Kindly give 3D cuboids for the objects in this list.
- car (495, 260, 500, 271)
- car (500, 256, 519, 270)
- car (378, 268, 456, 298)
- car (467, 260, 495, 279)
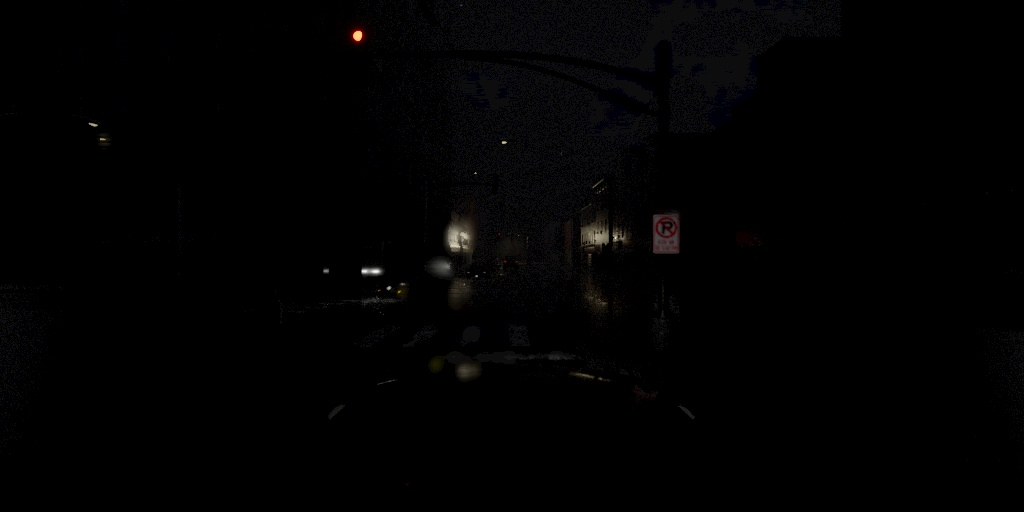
[{"bbox_3d":[-3.012,1.307,46.454,2.033,1.411,5.357,0,0,0],"label":"car"},{"bbox_3d":[-0.193,0.984,52.561,2.150,2.045,5.566,0,0,0],"label":"car"},{"bbox_3d":[-4.768,1.320,18.510,1.994,1.385,4.181,0,0,29],"label":"car"},{"bbox_3d":[-2.968,1.302,32.645,2.033,1.411,5.357,0,0,0],"label":"car"}]
